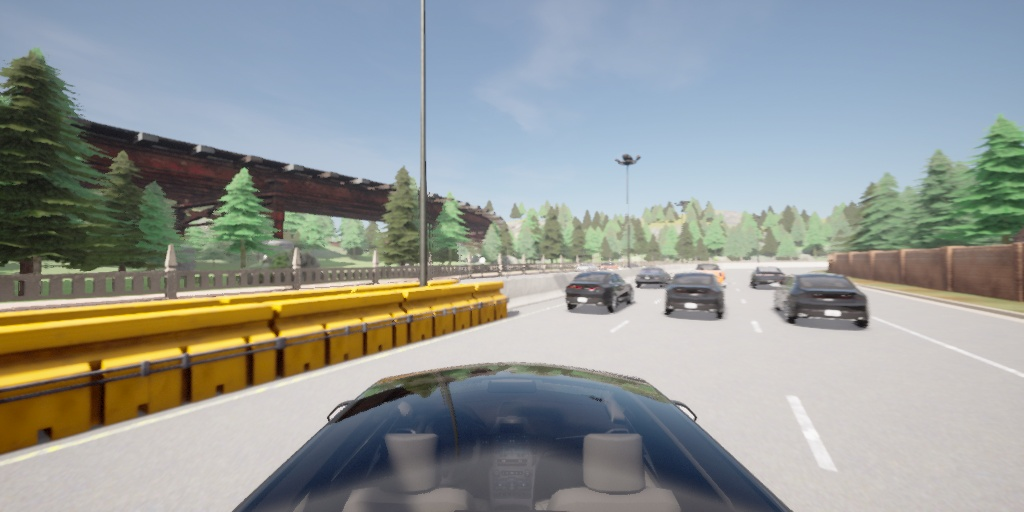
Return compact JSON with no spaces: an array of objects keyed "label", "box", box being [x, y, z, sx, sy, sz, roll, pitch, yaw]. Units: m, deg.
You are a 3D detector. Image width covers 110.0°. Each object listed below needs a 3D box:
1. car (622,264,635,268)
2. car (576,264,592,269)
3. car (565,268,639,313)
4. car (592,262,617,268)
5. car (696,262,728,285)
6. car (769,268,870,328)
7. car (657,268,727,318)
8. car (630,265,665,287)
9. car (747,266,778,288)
[{"label":"car","box":[16.900,1.816,51.074,1.812,1.442,4.674,-1,-1,34]},{"label":"car","box":[11.376,1.903,55.394,1.812,1.442,4.674,-1,-1,34]},{"label":"car","box":[3.784,1.403,15.093,1.837,1.490,4.892,-1,-2,31]},{"label":"car","box":[13.961,1.685,52.955,2.097,1.767,4.553,-1,-1,34]},{"label":"car","box":[14.551,1.339,26.554,2.097,1.767,4.553,-1,-1,31]},{"label":"car","box":[10.051,1.331,11.937,1.837,1.490,4.892,-1,0,31]},{"label":"car","box":[7.029,1.371,13.702,1.837,1.490,4.892,-1,0,31]},{"label":"car","box":[10.460,1.558,26.523,2.033,1.411,5.357,-1,-1,31]},{"label":"car","box":[17.614,1.440,24.853,2.128,1.511,4.902,-1,-1,31]}]
